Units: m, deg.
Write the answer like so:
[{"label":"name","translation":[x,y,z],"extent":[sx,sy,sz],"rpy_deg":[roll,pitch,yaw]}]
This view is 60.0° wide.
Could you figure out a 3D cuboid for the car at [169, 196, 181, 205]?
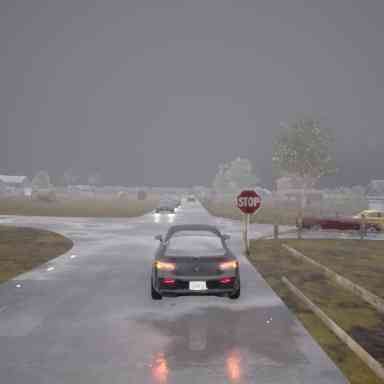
[{"label":"car","translation":[-2.953,1.529,58.901],"extent":[1.882,1.535,5.008],"rpy_deg":[0,0,0]}]

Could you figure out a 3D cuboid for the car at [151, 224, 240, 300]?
[{"label":"car","translation":[0.030,1.528,8.309],"extent":[1.812,1.442,4.674],"rpy_deg":[0,0,-2]}]

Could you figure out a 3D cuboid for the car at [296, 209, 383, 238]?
[{"label":"car","translation":[9.161,1.893,20.836],"extent":[5.008,1.535,1.882],"rpy_deg":[2,1,7]}]

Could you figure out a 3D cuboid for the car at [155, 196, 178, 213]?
[{"label":"car","translation":[-2.926,1.529,37.184],"extent":[1.837,1.490,4.892],"rpy_deg":[0,0,0]}]

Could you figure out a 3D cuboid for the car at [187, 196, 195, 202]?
[{"label":"car","translation":[-0.163,1.563,78.508],"extent":[1.882,1.535,5.008],"rpy_deg":[0,0,0]}]

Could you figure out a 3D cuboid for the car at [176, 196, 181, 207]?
[{"label":"car","translation":[-2.941,1.597,47.703],"extent":[1.994,1.385,4.181],"rpy_deg":[0,0,0]}]
